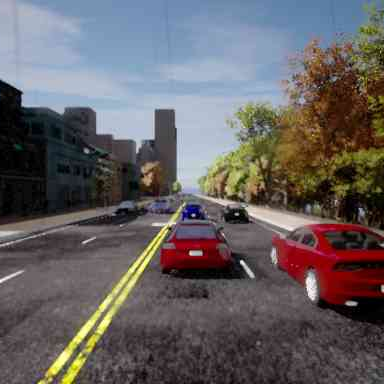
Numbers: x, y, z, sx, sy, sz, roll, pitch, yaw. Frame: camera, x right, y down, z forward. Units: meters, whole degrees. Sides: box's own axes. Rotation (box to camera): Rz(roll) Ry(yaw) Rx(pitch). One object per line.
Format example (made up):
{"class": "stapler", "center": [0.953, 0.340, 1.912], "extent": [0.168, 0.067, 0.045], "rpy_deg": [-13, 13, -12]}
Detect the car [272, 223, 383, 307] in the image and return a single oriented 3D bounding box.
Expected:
{"class": "car", "center": [3.341, 1.499, 8.127], "extent": [1.882, 1.535, 5.008], "rpy_deg": [0, 0, 0]}

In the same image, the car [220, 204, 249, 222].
{"class": "car", "center": [3.357, 1.635, 26.879], "extent": [1.994, 1.385, 4.181], "rpy_deg": [0, 0, 0]}

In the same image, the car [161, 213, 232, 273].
{"class": "car", "center": [0.104, 1.593, 10.784], "extent": [1.994, 1.385, 4.181], "rpy_deg": [0, 0, 0]}

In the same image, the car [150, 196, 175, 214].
{"class": "car", "center": [-3.335, 1.448, 36.064], "extent": [2.097, 1.767, 4.553], "rpy_deg": [0, 0, 0]}

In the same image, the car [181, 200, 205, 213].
{"class": "car", "center": [0.108, 1.598, 27.351], "extent": [1.812, 1.442, 4.674], "rpy_deg": [0, 0, 0]}

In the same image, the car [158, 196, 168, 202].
{"class": "car", "center": [-6.483, 1.600, 75.897], "extent": [1.895, 1.301, 4.718], "rpy_deg": [0, 0, 0]}

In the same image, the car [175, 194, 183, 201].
{"class": "car", "center": [-3.232, 1.367, 77.350], "extent": [2.097, 1.767, 4.553], "rpy_deg": [0, 0, 0]}

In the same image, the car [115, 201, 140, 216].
{"class": "car", "center": [-6.588, 1.639, 34.584], "extent": [2.033, 1.411, 5.357], "rpy_deg": [0, 0, 0]}
